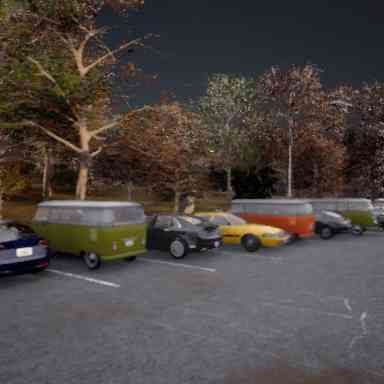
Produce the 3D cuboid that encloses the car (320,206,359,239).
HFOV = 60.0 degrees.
[{"bbox_3d":[6.064,1.638,17.859,4.674,1.452,2.002,-1,-1,35],"label":"car"}]

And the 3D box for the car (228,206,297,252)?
[{"bbox_3d":[1.419,1.546,14.349,5.366,1.575,1.946,-1,-1,35],"label":"car"}]

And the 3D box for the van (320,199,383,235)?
[{"bbox_3d":[8.563,1.399,19.512,4.442,1.987,1.878,-1,-1,35],"label":"van"}]

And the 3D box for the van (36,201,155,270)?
[{"bbox_3d":[-3.633,1.284,11.104,4.442,1.987,1.878,-1,-1,35],"label":"van"}]

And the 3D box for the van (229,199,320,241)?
[{"bbox_3d":[3.567,1.350,16.226,4.442,1.987,1.878,-1,-1,35],"label":"van"}]

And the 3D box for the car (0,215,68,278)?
[{"bbox_3d":[-5.959,1.519,9.352,4.792,1.488,2.163,-1,-1,35],"label":"car"}]

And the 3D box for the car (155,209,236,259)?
[{"bbox_3d":[-1.130,1.530,12.741,4.892,1.521,2.231,-1,-1,35],"label":"car"}]
